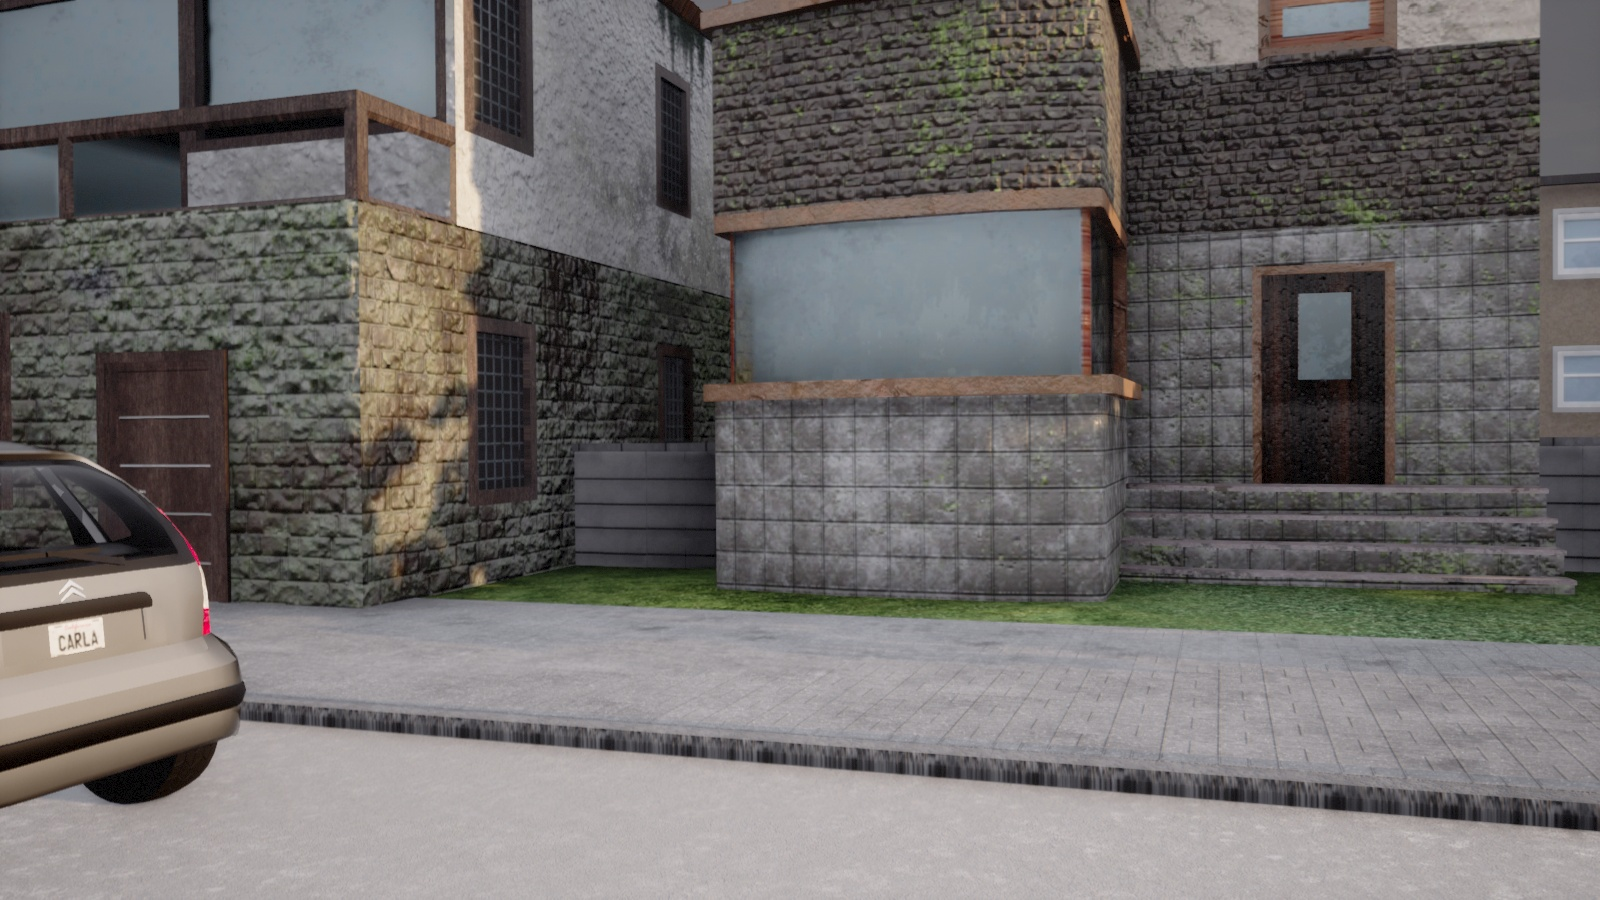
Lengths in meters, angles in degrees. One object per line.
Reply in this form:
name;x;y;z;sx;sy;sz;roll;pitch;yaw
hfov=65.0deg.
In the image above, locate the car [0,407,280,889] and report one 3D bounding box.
car;-4.447;0.647;5.214;3.988;1.617;1.851;0;1;19
